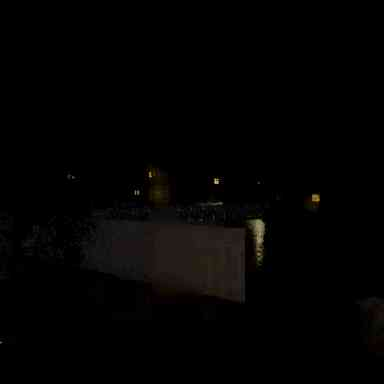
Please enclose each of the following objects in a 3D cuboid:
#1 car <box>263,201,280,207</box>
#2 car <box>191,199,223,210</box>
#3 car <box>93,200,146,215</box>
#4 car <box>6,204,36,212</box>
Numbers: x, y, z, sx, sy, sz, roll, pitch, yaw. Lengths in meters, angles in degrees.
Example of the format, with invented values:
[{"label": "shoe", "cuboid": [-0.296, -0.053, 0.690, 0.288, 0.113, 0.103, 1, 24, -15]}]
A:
[{"label": "car", "cuboid": [11.851, 1.769, 45.295, 5.008, 1.535, 1.882, 1, 2, -38]}, {"label": "car", "cuboid": [1.908, 1.584, 40.757, 4.674, 1.442, 1.812, 1, 2, -42]}, {"label": "car", "cuboid": [-6.809, 1.506, 31.970, 2.033, 1.411, 5.357, 4, 2, 42]}, {"label": "car", "cuboid": [-13.554, 1.470, 23.722, 2.033, 1.411, 5.357, 4, 2, 38]}]
